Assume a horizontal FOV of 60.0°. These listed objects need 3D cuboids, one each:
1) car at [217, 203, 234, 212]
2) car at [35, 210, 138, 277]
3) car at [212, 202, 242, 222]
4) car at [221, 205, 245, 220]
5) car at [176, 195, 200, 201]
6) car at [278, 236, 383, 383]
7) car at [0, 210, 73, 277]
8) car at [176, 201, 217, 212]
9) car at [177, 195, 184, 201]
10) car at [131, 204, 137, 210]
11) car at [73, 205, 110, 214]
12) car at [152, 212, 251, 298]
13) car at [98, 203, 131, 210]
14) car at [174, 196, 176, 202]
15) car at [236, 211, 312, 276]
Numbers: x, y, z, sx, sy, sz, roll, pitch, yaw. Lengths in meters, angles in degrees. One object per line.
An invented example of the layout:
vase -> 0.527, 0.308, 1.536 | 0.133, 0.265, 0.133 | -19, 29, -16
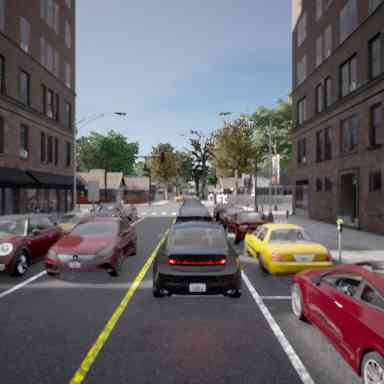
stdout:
car -> 2.653, 1.573, 21.012 | 1.802, 1.307, 4.206 | 0, 0, 0
car -> -2.842, 1.520, 10.397 | 1.812, 1.442, 4.674 | 0, 0, 0
car -> 2.658, 1.556, 26.531 | 1.947, 1.339, 4.313 | 0, 0, 0
car -> 2.648, 1.537, 15.494 | 1.887, 1.381, 4.507 | 0, 0, 0
car -> 0.022, 1.342, 27.034 | 2.097, 1.767, 4.553 | 0, 0, 0
car -> 2.638, 1.578, 4.457 | 1.802, 1.307, 4.206 | 0, 0, 0
car -> -5.382, 1.434, 9.980 | 1.967, 1.590, 4.097 | 0, 0, 0
car -> 0.113, 1.470, 17.979 | 1.882, 1.535, 5.008 | 0, 0, 0
car -> -3.012, 1.556, 90.350 | 1.812, 1.442, 4.674 | 0, 0, 0
car -> -5.368, 1.572, 26.536 | 1.802, 1.307, 4.206 | 0, 0, 0
car -> -5.378, 1.518, 15.328 | 1.752, 1.417, 4.829 | 0, 0, 0
car -> 0.108, 1.500, 8.495 | 1.837, 1.490, 4.892 | 0, 0, 0
car -> -5.373, 1.431, 21.017 | 1.967, 1.590, 4.097 | 0, 0, 0
car -> -2.985, 1.493, 74.786 | 1.882, 1.535, 5.008 | 0, 0, 0
car -> 2.643, 1.520, 10.146 | 1.752, 1.417, 4.829 | 0, 0, 0
